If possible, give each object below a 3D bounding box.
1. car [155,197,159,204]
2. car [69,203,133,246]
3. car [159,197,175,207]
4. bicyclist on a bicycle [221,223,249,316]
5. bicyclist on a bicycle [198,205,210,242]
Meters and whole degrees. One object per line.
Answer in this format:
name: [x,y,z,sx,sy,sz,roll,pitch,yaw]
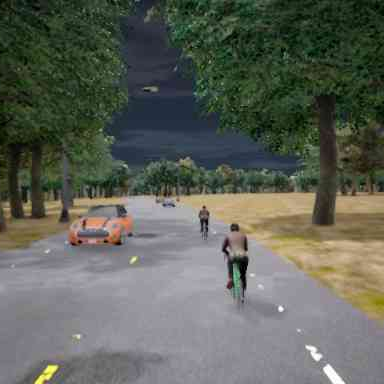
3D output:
car: [-7.058,1.826,73.577,2.128,1.511,4.902,0,0,-11]
car: [-3.980,1.359,15.230,2.097,1.767,4.553,0,0,-3]
car: [-3.941,1.726,55.342,2.033,1.411,5.357,0,0,-8]
bicyclist on a bicycle: [0.864,1.450,6.542,0.582,1.620,1.656,0,0,-1]
bicyclist on a bicycle: [0.587,1.461,15.541,0.582,1.620,1.656,0,0,-2]
